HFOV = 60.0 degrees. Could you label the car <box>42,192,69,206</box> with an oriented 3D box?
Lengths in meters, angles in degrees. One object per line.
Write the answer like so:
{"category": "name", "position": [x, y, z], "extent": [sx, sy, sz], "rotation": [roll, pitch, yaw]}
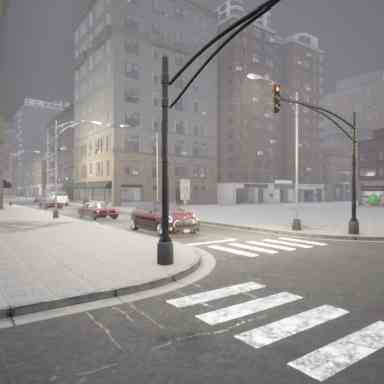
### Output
{"category": "car", "position": [-19.536, 0.989, 48.131], "extent": [2.150, 2.045, 5.566], "rotation": [0, 0, -36]}

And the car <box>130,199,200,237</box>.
{"category": "car", "position": [-1.547, 1.280, 17.879], "extent": [2.097, 1.767, 4.553], "rotation": [0, 0, -36]}

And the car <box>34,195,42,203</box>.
{"category": "car", "position": [-25.515, 1.270, 56.491], "extent": [2.033, 1.411, 5.357], "rotation": [0, 0, -35]}

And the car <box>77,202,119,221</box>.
{"category": "car", "position": [-7.385, 1.481, 26.027], "extent": [1.895, 1.301, 4.718], "rotation": [0, 0, -35]}

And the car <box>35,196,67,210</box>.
{"category": "car", "position": [-16.485, 1.409, 38.810], "extent": [1.895, 1.301, 4.718], "rotation": [0, 0, -35]}
